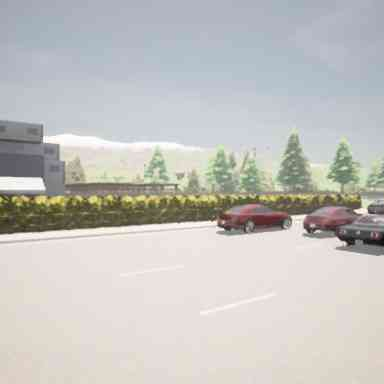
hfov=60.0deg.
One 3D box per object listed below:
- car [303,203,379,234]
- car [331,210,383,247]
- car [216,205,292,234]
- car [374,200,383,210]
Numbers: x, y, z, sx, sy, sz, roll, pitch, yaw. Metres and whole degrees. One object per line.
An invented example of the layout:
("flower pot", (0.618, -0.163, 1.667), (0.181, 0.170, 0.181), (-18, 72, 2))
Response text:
("car", (7.924, 1.525, 18.018), (4.674, 1.442, 1.812), (0, 0, -36))
("car", (8.131, 1.601, 13.857), (4.718, 1.301, 1.895), (0, 0, -35))
("car", (3.697, 1.477, 19.299), (5.008, 1.535, 1.882), (0, 0, -35))
("car", (17.333, 1.491, 29.527), (4.902, 1.511, 2.128), (0, 0, -40))
